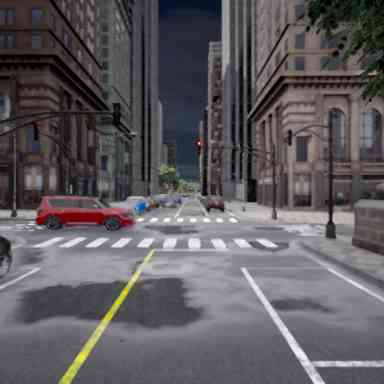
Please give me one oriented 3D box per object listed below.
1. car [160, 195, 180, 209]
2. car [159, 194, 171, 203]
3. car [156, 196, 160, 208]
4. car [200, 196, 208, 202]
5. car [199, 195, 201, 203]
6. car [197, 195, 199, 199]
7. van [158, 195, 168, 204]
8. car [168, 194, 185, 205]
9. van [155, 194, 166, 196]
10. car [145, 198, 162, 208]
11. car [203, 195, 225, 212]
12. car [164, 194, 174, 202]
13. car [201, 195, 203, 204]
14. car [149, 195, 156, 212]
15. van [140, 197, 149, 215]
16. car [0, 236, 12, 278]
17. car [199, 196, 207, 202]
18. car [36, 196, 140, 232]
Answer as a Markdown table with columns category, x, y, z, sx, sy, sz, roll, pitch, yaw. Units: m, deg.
| category | x | y | z | sx | sy | sz | roll | pitch | yaw |
| --- | --- | --- | --- | --- | --- | --- | --- | --- | --- |
| car | -3.093 | 1.549 | 45.354 | 2.128 | 1.511 | 4.902 | 0 | 0 | 0 |
| car | -5.777 | 1.432 | 72.152 | 2.192 | 1.841 | 5.009 | 0 | 0 | 0 |
| car | -5.771 | 1.602 | 44.944 | 1.887 | 1.381 | 4.507 | 0 | 0 | 0 |
| car | 2.747 | 1.711 | 77.600 | 1.802 | 1.307 | 4.206 | 0 | 0 | 0 |
| car | 2.751 | 1.644 | 61.277 | 2.008 | 1.369 | 4.403 | 0 | 0 | 0 |
| car | 2.748 | 1.557 | 72.159 | 1.967 | 1.590 | 4.097 | 0 | 0 | 0 |
| van | -5.776 | 1.446 | 66.710 | 1.690 | 1.788 | 3.998 | 0 | 0 | 0 |
| car | -3.037 | 1.314 | 62.308 | 2.150 | 2.045 | 5.566 | 0 | 0 | 0 |
| van | -5.774 | 1.422 | 55.828 | 1.690 | 1.788 | 3.998 | 0 | 0 | 0 |
| car | -5.773 | 1.635 | 50.386 | 1.947 | 1.339 | 4.313 | 0 | 0 | 0 |
| car | 2.756 | 1.362 | 39.515 | 2.192 | 1.841 | 5.009 | 0 | 0 | 0 |
| car | -5.779 | 1.456 | 83.034 | 2.192 | 1.841 | 5.009 | 0 | 0 | 0 |
| car | 2.754 | 1.373 | 44.955 | 2.192 | 1.841 | 5.009 | 0 | 0 | 0 |
| car | -5.770 | 1.487 | 39.504 | 1.967 | 1.590 | 4.097 | 0 | 0 | 0 |
| van | -5.768 | 1.378 | 34.063 | 1.690 | 1.788 | 3.998 | 0 | 0 | 0 |
| car | -5.763 | 1.571 | 7.405 | 1.947 | 1.339 | 4.313 | 0 | 0 | 0 |
| car | 2.746 | 1.686 | 83.040 | 1.887 | 1.381 | 4.507 | 0 | 0 | 0 |
| car | -6.153 | 1.273 | 19.482 | 5.566 | 2.045 | 2.150 | 1 | 0 | 0 |
